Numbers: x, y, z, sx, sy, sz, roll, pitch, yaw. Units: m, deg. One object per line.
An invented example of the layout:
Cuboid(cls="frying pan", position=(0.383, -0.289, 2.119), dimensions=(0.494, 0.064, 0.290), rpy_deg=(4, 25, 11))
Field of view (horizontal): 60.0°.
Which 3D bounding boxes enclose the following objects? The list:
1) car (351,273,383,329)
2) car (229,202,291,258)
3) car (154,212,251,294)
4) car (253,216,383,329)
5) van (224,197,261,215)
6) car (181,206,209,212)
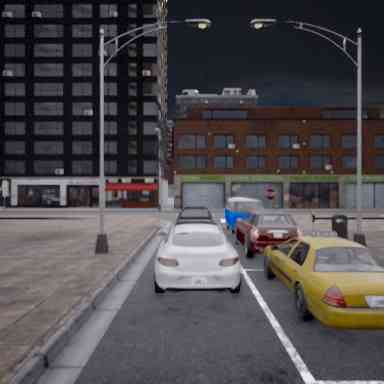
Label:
Cuboid(cls="car", position=(2.643, 1.554, 1.291), dimensions=(1.947, 1.339, 4.313), rpy_deg=(0, 0, 0))
Cuboid(cls="car", position=(2.669, 1.343, 12.237), dimensions=(1.967, 1.590, 4.097), rpy_deg=(0, 0, 0))
Cuboid(cls="car", position=(0.094, 1.458, 8.455), dimensions=(1.812, 1.442, 4.674), rpy_deg=(0, 0, -1))
Cuboid(cls="car", position=(2.657, 1.469, 6.934), dimensions=(1.752, 1.417, 4.829), rpy_deg=(0, 0, 0))
Cuboid(cls="van", position=(2.682, 1.202, 17.711), dimensions=(1.690, 1.788, 3.998), rpy_deg=(0, 0, 0))
Cuboid(cls="car", position=(0.148, 1.418, 16.480), dimensions=(2.033, 1.411, 5.357), rpy_deg=(0, 0, 1))
